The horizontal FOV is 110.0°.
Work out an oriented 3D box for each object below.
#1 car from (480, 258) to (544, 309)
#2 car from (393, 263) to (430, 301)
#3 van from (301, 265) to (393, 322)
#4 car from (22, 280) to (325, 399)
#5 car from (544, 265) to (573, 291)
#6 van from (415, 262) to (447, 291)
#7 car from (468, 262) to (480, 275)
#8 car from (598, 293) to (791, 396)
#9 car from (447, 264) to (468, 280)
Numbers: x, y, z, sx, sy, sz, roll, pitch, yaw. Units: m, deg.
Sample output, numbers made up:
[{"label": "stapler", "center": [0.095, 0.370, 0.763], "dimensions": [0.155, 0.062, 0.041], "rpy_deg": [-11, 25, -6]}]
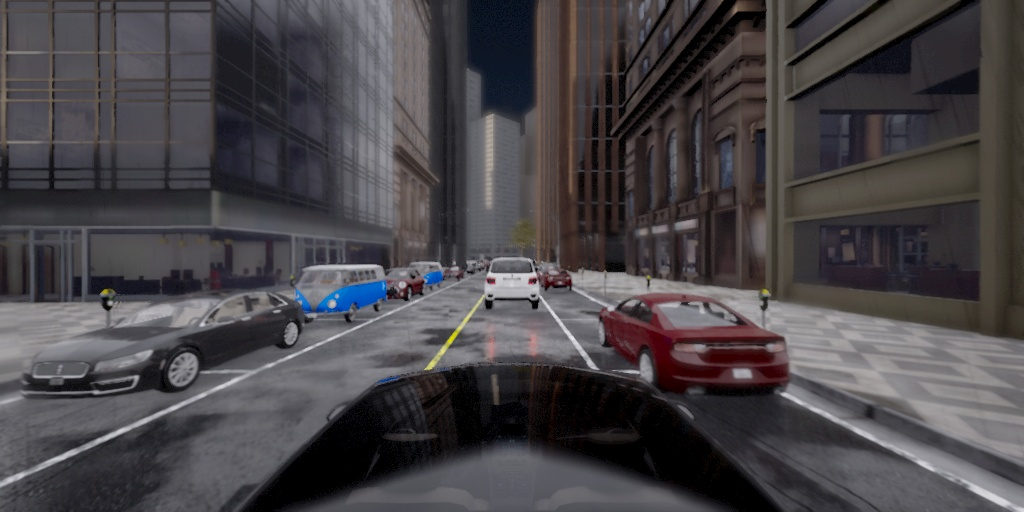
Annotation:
[{"label": "car", "center": [0.000, 1.095, 15.882], "dimensions": [2.150, 2.045, 5.566], "rpy_deg": [0, 0, 0]}, {"label": "car", "center": [-5.670, 1.336, 17.896], "dimensions": [1.967, 1.591, 4.097], "rpy_deg": [0, 0, 0]}, {"label": "van", "center": [-5.669, 1.186, 12.271], "dimensions": [1.690, 1.789, 3.998], "rpy_deg": [0, 0, 0]}, {"label": "car", "center": [-5.669, 1.345, 6.647], "dimensions": [2.007, 1.370, 4.403], "rpy_deg": [0, 0, 0]}, {"label": "car", "center": [2.856, 1.490, 23.525], "dimensions": [1.888, 1.381, 4.507], "rpy_deg": [0, 0, 0]}, {"label": "van", "center": [-5.670, 1.286, 23.521], "dimensions": [1.690, 1.789, 3.998], "rpy_deg": [0, 0, 0]}, {"label": "car", "center": [-5.670, 1.699, 46.020], "dimensions": [1.948, 1.339, 4.313], "rpy_deg": [0, 0, 0]}, {"label": "car", "center": [2.856, 1.340, 6.652], "dimensions": [1.888, 1.381, 4.507], "rpy_deg": [0, 0, 0]}, {"label": "car", "center": [-5.670, 1.623, 34.770], "dimensions": [1.802, 1.307, 4.207], "rpy_deg": [0, 0, 0]}]
